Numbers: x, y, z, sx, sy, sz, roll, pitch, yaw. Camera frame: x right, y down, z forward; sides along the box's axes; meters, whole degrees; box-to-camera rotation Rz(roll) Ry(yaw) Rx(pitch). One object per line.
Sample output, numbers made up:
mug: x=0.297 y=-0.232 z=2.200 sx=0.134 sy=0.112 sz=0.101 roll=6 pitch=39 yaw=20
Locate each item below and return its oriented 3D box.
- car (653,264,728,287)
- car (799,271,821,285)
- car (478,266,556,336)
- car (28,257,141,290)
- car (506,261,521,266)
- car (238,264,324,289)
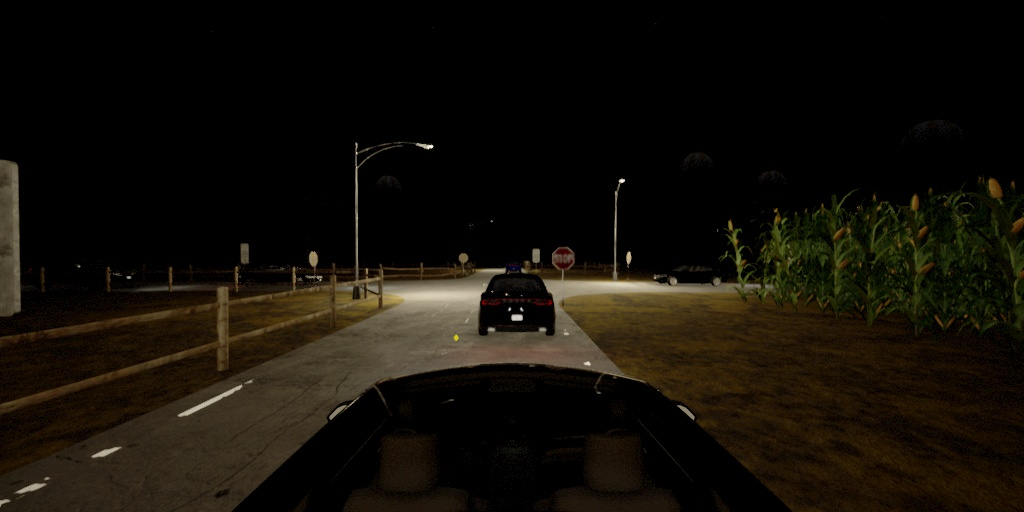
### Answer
car: x=12.782 y=1.335 z=25.818 sx=5.008 sy=1.535 sz=1.882 roll=0 pitch=1 yaw=-1
car: x=23.204 y=1.447 z=25.800 sx=4.902 sy=1.511 sz=2.128 roll=1 pitch=1 yaw=0
car: x=0.119 y=1.229 z=10.456 sx=1.882 sy=1.535 sz=5.008 roll=0 pitch=0 yaw=0
car: x=-27.493 y=1.060 z=23.149 sx=5.566 sy=2.045 sz=2.150 roll=0 pitch=1 yaw=0
car: x=0.195 y=1.395 z=46.358 sx=1.882 sy=1.535 sz=5.008 roll=0 pitch=0 yaw=0
car: x=-14.812 y=1.296 z=23.132 sx=4.902 sy=1.511 sz=2.128 roll=0 pitch=1 yaw=0
